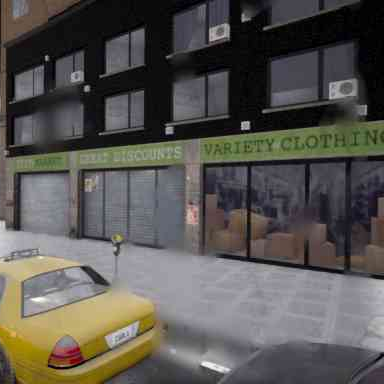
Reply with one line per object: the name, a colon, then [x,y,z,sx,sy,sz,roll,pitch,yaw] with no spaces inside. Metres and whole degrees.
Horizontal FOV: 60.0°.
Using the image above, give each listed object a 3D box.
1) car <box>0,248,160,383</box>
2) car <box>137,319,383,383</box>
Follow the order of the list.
car: [-2.634,1.524,4.972,4.829,1.417,1.752,0,1,36]
car: [2.047,1.551,1.624,4.403,1.369,2.008,0,1,36]
